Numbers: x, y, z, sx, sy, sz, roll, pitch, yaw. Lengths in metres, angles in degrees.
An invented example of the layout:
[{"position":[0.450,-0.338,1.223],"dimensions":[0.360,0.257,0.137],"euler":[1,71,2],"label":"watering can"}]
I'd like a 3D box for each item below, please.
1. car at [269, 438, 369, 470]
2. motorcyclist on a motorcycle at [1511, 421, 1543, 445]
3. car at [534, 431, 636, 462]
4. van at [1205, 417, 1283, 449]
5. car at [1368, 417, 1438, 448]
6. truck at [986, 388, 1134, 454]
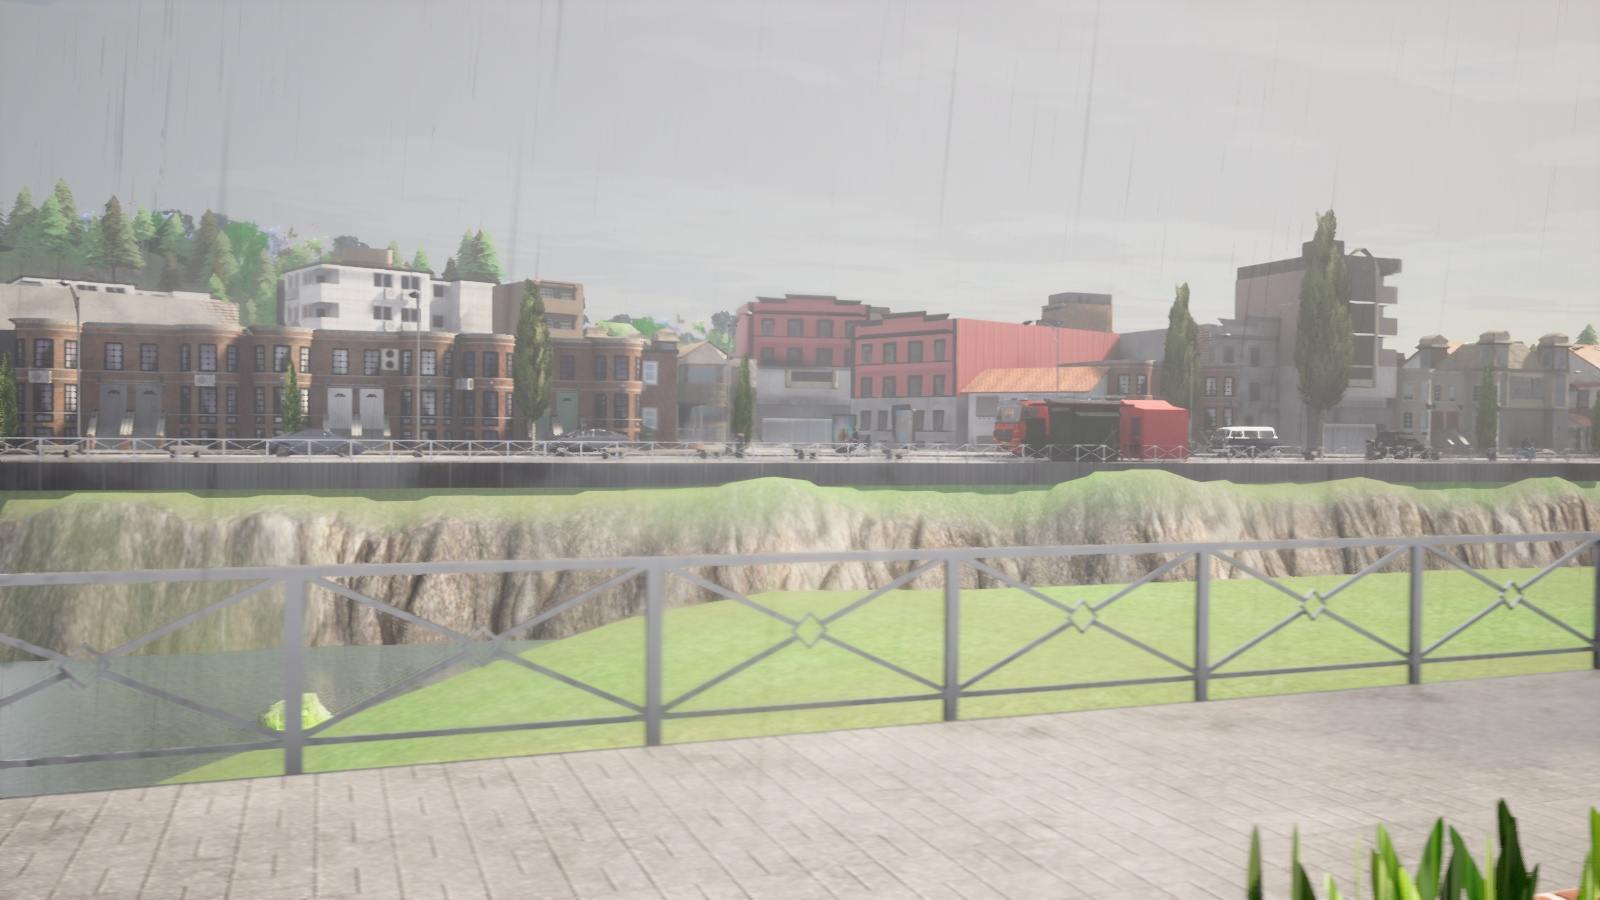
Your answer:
[{"position":[-21.874,0.168,57.173],"dimensions":[4.181,1.385,1.994],"euler":[-1,1,-21],"label":"car"},{"position":[48.608,-1.140,83.956],"dimensions":[1.817,1.590,0.866],"euler":[-1,1,-21],"label":"motorcyclist on a motorcycle"},{"position":[-11.220,-0.190,65.500],"dimensions":[4.902,1.511,2.128],"euler":[-1,1,-21],"label":"car"},{"position":[28.487,-1.098,80.585],"dimensions":[4.480,2.038,2.069],"euler":[-1,1,-21],"label":"van"},{"position":[38.470,-1.125,80.102],"dimensions":[3.866,1.878,1.905],"euler":[-1,1,-21],"label":"car"},{"position":[15.702,-1.769,75.721],"dimensions":[8.468,3.827,2.891],"euler":[-1,1,-21],"label":"truck"}]
